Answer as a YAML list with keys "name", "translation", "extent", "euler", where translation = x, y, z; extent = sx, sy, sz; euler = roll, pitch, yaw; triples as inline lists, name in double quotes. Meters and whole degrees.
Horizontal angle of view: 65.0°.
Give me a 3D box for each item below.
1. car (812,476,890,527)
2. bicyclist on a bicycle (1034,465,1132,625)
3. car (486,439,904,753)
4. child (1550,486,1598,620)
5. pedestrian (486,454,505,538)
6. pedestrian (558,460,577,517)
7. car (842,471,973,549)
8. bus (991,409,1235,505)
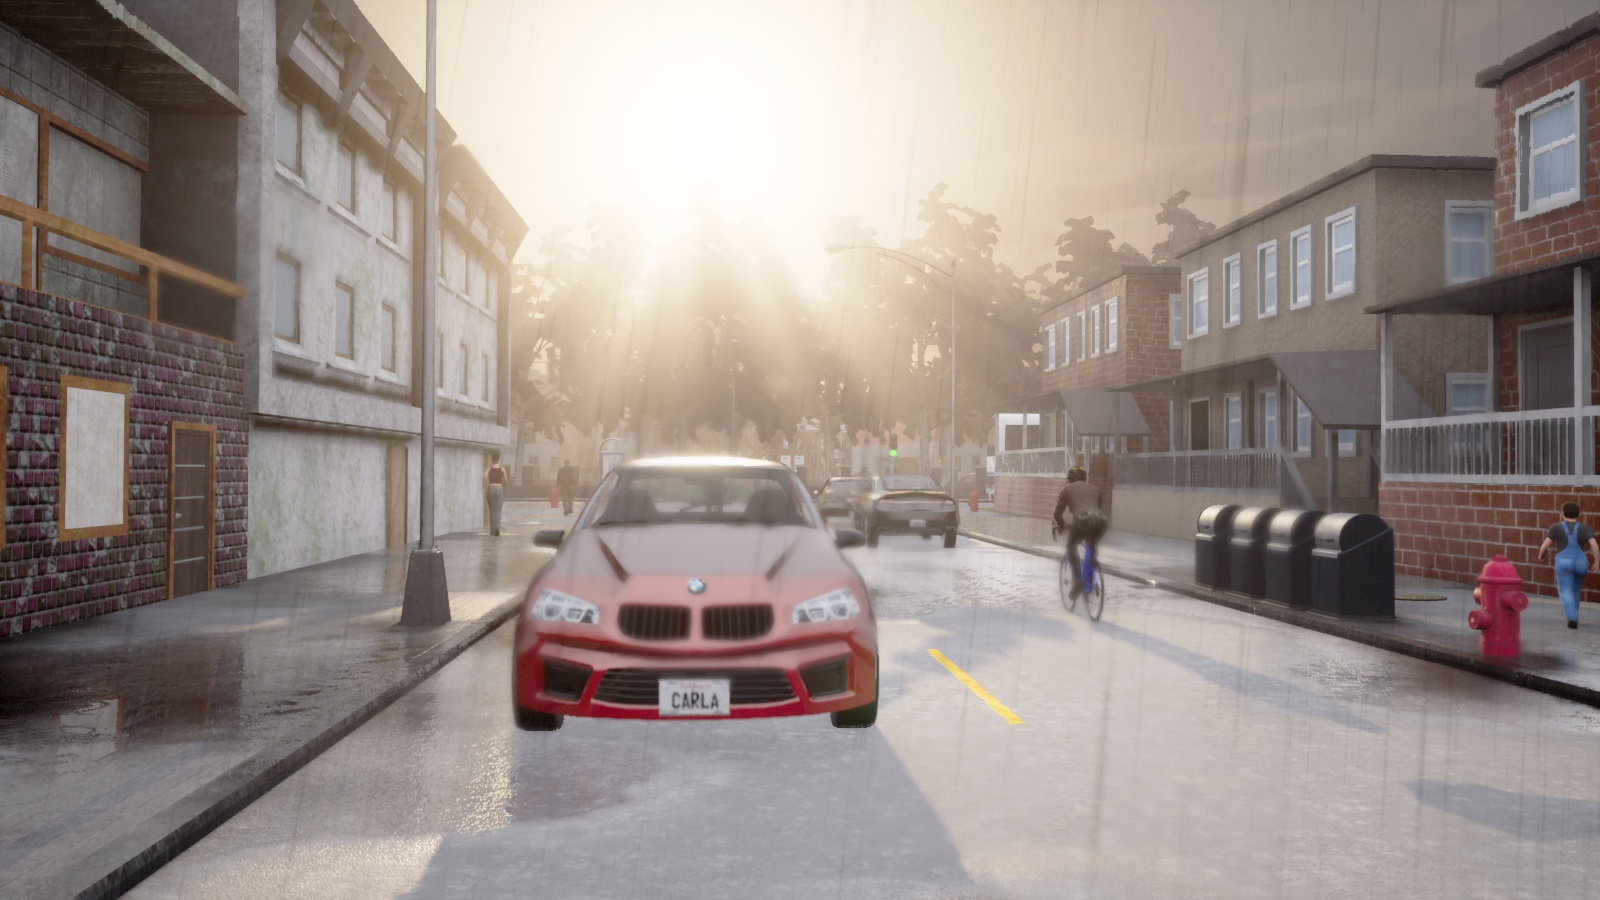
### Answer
- name: "car"
  translation: [1.448, 1.489, 37.755]
  extent: [2.033, 1.411, 5.357]
  euler: [0, -1, -1]
- name: "bicyclist on a bicycle"
  translation: [3.022, 0.983, 13.568]
  extent: [0.582, 1.620, 1.656]
  euler: [0, -1, -4]
- name: "car"
  translation: [-0.700, 0.814, 9.071]
  extent: [2.242, 1.667, 4.611]
  euler: [0, -1, -4]
- name: "child"
  translation: [7.460, 0.977, 12.110]
  extent: [0.270, 1.263, 0.437]
  euler: [-1, -1, 17]
- name: "pedestrian"
  translation: [-6.750, 1.018, 27.859]
  extent: [0.345, 1.836, 0.594]
  euler: [0, -1, -8]
- name: "pedestrian"
  translation: [-7.536, 1.237, 40.768]
  extent: [0.402, 1.842, 0.726]
  euler: [0, -1, 7]
- name: "car"
  translation: [2.182, 1.215, 27.029]
  extent: [2.128, 1.511, 4.902]
  euler: [0, -1, -3]
- name: "bus"
  translation: [14.243, 0.352, 57.968]
  extent: [10.273, 4.253, 3.944]
  euler: [0, -1, 1]
